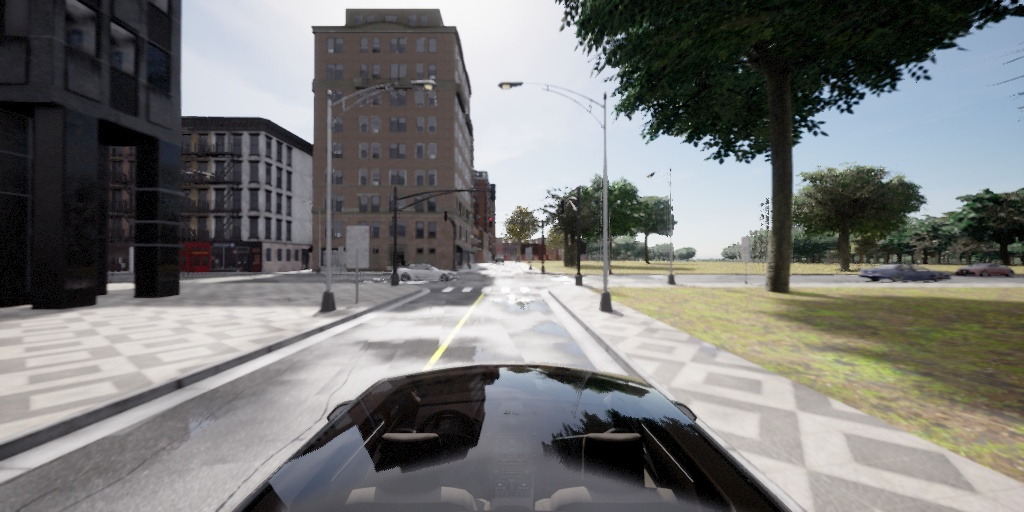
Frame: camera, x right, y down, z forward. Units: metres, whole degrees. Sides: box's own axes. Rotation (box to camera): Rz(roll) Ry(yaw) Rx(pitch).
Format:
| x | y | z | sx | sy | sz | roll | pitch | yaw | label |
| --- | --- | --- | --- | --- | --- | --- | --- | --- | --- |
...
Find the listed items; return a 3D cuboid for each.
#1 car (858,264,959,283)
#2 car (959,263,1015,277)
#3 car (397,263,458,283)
| x | y | z | sx | sy | sz | roll | pitch | yaw | label |
| --- | --- | --- | --- | --- | --- | --- | --- | --- | --- |
| 29.028 | 1.274 | 26.606 | 5.357 | 1.411 | 2.033 | 0 | -1 | 0 | car |
| 47.914 | 1.423 | 36.395 | 4.181 | 1.385 | 1.994 | 0 | -1 | 0 | car |
| -6.353 | 1.276 | 26.534 | 4.674 | 1.442 | 1.812 | 1 | -1 | 0 | car |
